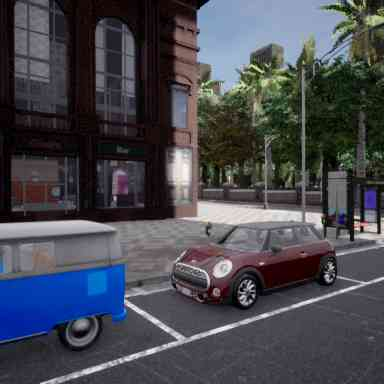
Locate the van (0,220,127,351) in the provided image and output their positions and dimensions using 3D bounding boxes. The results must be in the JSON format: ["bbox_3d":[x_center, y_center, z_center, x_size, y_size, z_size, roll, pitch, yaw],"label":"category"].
[{"bbox_3d":[-2.909,1.341,4.579,3.998,1.788,1.690,0,0,-35],"label":"van"}]

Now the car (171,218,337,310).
[{"bbox_3d":[1.509,1.439,7.729,4.097,1.590,1.967,0,0,-35],"label":"car"}]
